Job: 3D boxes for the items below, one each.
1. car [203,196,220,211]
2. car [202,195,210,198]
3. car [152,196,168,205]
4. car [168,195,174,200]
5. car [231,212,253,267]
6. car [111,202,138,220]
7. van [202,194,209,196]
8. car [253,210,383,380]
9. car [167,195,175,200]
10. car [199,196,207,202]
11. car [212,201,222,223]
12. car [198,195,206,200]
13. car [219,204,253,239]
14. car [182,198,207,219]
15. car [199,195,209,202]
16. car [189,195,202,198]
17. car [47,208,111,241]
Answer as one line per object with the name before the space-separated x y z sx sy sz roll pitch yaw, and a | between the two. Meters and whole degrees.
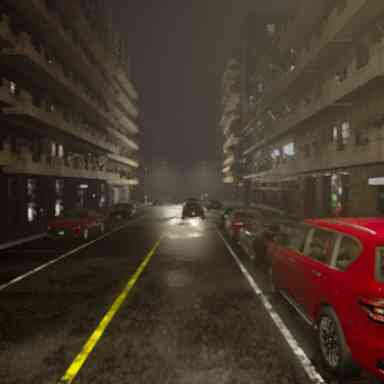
car | 2.674 1.555 39.488 1.947 1.339 4.313 -1 0 0
car | 2.671 1.537 45.154 2.008 1.369 4.403 -1 0 0
car | -5.711 1.529 56.426 2.008 1.369 4.403 -1 0 0
car | -5.715 1.469 84.579 1.752 1.417 4.829 -1 0 0
car | 2.643 1.566 11.166 1.947 1.339 4.313 -1 0 0
car | -5.707 1.561 28.101 1.947 1.339 4.313 -1 0 0
van | 2.665 1.313 62.147 1.690 1.788 3.998 -1 0 0
car | 2.639 1.315 5.502 2.192 1.841 5.009 -1 0 0
car | -5.715 1.501 90.416 1.947 1.339 4.313 -1 0 0
car | 2.667 1.532 79.141 1.802 1.307 4.206 -1 0 0
car | 2.647 1.563 22.495 1.947 1.339 4.313 -1 0 0
car | 2.665 1.479 90.470 1.887 1.381 4.507 -1 0 0
car | 2.642 1.544 16.831 1.887 1.381 4.507 -1 0 0
car | 0.094 1.520 28.629 1.812 1.442 4.674 0 0 0
car | 2.665 1.398 73.477 1.967 1.590 4.097 -1 0 0
car | 0.093 1.490 45.970 1.837 1.490 4.892 0 0 0
car | -5.705 1.544 16.770 1.887 1.381 4.507 -1 0 0
